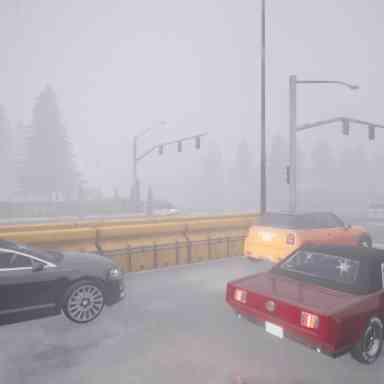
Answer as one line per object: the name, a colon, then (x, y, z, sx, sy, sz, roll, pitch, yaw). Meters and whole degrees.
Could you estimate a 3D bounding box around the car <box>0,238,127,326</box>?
car: (-3.528, 1.492, 5.522, 4.902, 1.511, 2.128, 0, 0, -36)

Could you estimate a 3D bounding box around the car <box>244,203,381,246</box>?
car: (3.885, 1.352, 10.829, 4.553, 1.767, 2.097, 0, 0, -36)

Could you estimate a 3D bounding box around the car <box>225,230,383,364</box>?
car: (2.937, 1.601, 5.848, 4.718, 1.301, 1.895, 0, 0, -36)

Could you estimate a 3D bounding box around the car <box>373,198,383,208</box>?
car: (25.512, 1.547, 43.749, 5.357, 1.411, 2.033, 0, 0, -35)

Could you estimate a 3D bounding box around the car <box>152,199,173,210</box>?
car: (-4.243, 1.564, 43.989, 1.994, 1.385, 4.181, 0, 0, -36)
